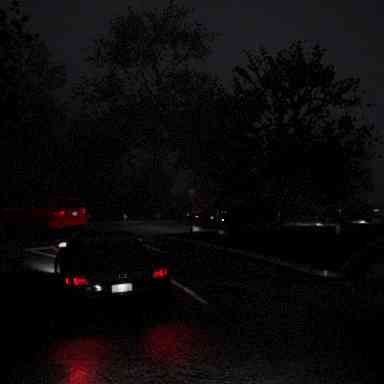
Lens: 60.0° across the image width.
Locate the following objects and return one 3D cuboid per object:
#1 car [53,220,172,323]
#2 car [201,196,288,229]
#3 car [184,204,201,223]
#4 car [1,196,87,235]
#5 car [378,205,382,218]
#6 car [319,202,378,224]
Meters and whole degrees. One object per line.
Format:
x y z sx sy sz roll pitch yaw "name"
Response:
-1.933 1.564 7.385 1.994 1.385 4.181 0 0 -23 "car"
3.750 1.284 22.007 5.566 2.045 2.150 1 0 -26 "car"
2.154 1.283 24.742 5.566 2.045 2.150 1 0 -28 "car"
-8.429 1.223 18.850 5.566 2.045 2.150 0 0 32 "car"
17.445 1.822 33.520 4.892 1.490 1.837 1 0 -38 "car"
12.257 1.547 26.500 4.553 1.767 2.097 1 -1 -30 "car"
